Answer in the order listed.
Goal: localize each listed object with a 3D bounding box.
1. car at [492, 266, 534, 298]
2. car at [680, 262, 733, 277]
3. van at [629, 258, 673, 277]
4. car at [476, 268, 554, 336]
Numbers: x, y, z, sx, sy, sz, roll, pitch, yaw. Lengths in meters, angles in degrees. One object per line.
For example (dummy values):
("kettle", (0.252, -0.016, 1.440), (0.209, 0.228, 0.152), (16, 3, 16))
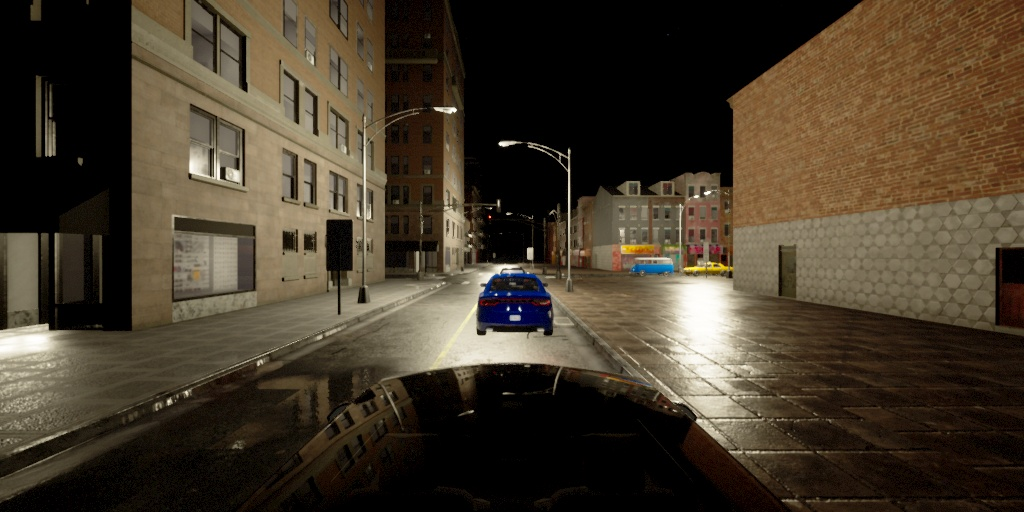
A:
("car", (0.032, 1.311, 19.224), (1.994, 1.385, 4.181), (0, 0, 0))
("car", (19.051, 1.263, 35.028), (4.829, 1.417, 1.751), (0, 0, 0))
("van", (13.610, 1.082, 35.015), (3.998, 1.789, 1.690), (0, 0, 0))
("car", (0.067, 1.226, 10.455), (1.882, 1.535, 5.008), (0, 0, 0))
